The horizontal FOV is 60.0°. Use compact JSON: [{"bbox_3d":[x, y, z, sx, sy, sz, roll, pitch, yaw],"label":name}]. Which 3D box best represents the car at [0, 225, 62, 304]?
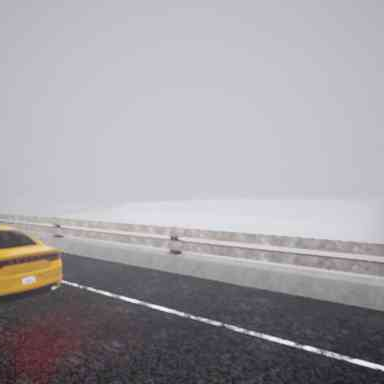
[{"bbox_3d":[-5.043,1.500,7.684,5.008,1.535,1.882,0,0,36],"label":"car"}]
